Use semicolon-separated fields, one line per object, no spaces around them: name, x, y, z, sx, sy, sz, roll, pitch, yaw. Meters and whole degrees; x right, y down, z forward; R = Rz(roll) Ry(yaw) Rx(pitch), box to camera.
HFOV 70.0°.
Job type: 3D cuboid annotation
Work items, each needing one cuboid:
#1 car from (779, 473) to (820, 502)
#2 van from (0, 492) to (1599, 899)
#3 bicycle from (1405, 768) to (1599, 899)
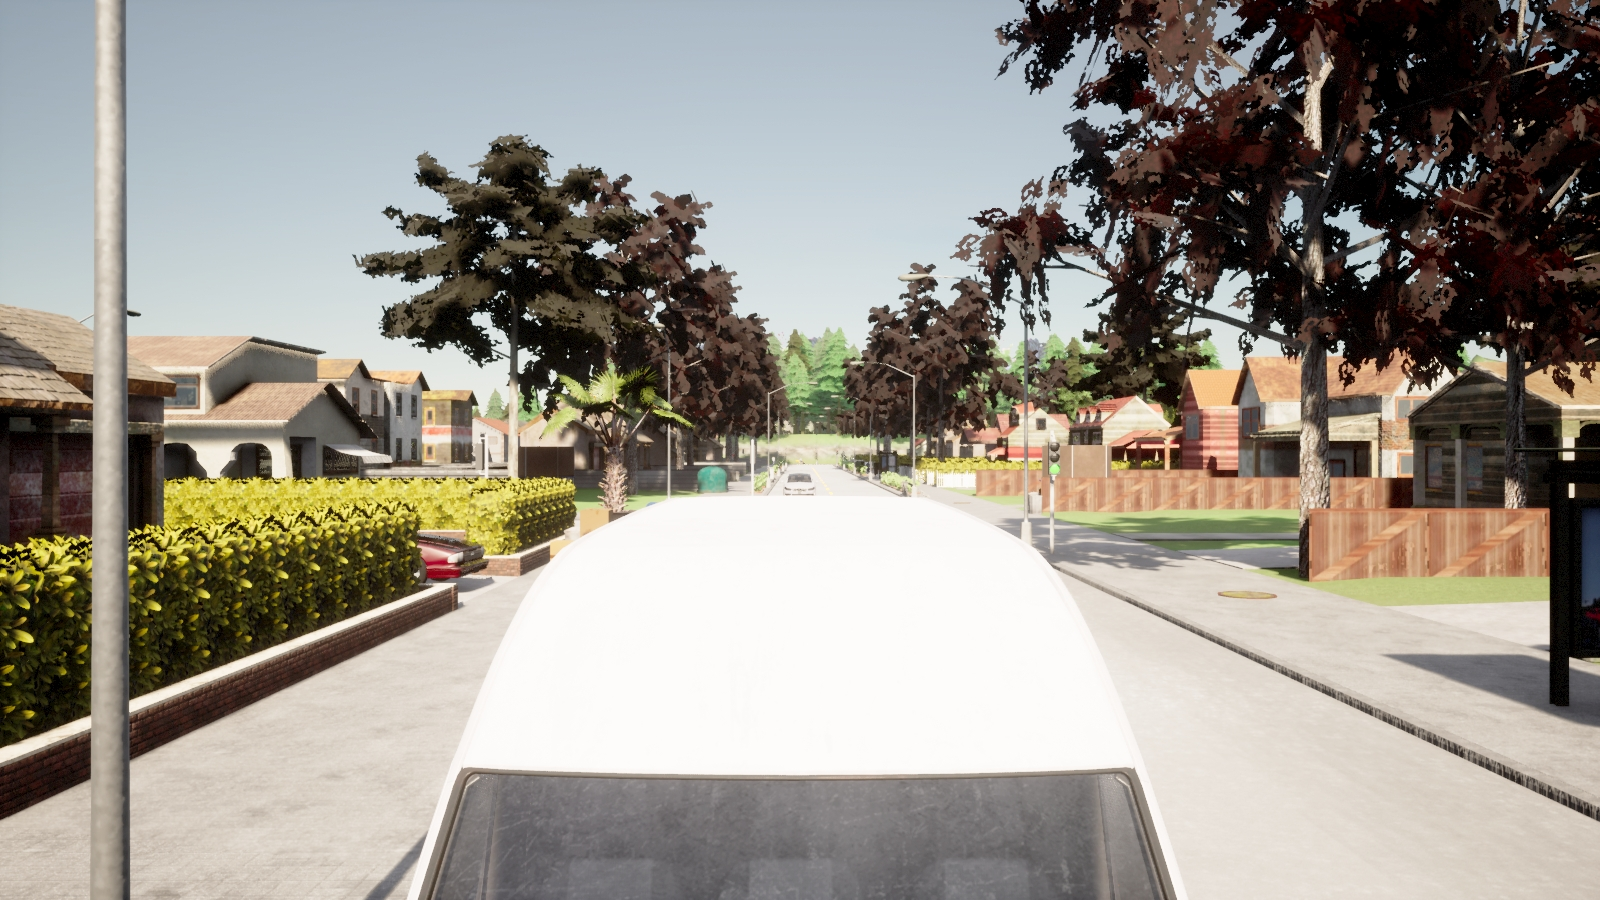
car;-0.024;2.087;64.511;2.231;1.480;4.892;0;0;0
van;0.002;1.537;4.030;1.988;2.561;5.915;0;0;0
bicycle;2.687;2.062;3.843;0.329;1.471;1.835;0;0;0
